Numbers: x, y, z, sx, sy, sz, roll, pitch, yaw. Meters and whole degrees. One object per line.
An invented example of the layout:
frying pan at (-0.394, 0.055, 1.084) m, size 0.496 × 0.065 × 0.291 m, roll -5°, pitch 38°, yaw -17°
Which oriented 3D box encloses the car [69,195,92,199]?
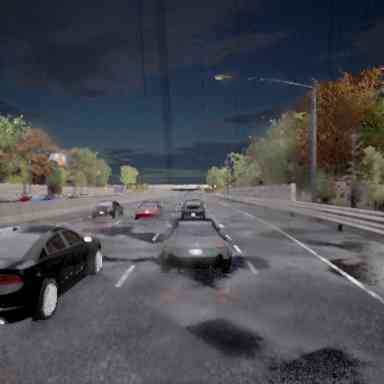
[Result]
car at (-17.551, 1.286, 53.891) m, size 2.128 × 1.511 × 4.902 m, roll 0°, pitch 0°, yaw 1°

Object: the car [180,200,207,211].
car at (0.103, 1.392, 26.706) m, size 1.837 × 1.490 × 4.892 m, roll 0°, pitch 0°, yaw 0°

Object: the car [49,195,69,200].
car at (-21.039, 1.282, 54.802) m, size 2.128 × 1.511 × 4.902 m, roll 0°, pitch 0°, yaw 1°

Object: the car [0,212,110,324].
car at (-3.402, 1.444, 7.217) m, size 1.882 × 1.535 × 5.008 m, roll 0°, pitch 0°, yaw 0°

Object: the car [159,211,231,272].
car at (0.101, 1.515, 10.629) m, size 1.994 × 1.385 × 4.181 m, roll 0°, pitch 0°, yaw 0°

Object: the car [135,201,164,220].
car at (-3.397, 1.449, 27.291) m, size 1.994 × 1.385 × 4.181 m, roll 0°, pitch 0°, yaw 0°

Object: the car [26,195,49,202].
car at (-24.535, 1.270, 54.385) m, size 1.882 × 1.535 × 5.008 m, roll 0°, pitch 0°, yaw 1°

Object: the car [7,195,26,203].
car at (-28.030, 1.271, 54.169) m, size 1.882 × 1.535 × 5.008 m, roll 0°, pitch 0°, yaw 1°

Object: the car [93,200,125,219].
car at (-6.897, 1.409, 27.682) m, size 1.812 × 1.442 × 4.674 m, roll 0°, pitch 0°, yaw 0°
